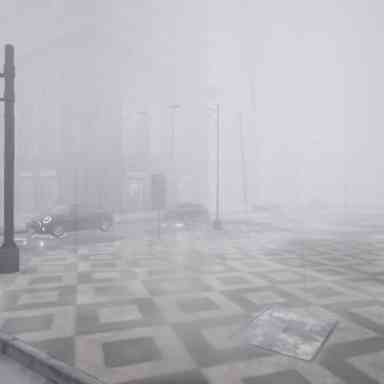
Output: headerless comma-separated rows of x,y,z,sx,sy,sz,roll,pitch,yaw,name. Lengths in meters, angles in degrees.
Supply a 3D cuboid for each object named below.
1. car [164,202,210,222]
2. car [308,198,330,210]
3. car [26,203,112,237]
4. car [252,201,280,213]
-0.338,1.619,27.623,1.837,1.490,4.892,0,0,36,car
18.601,1.612,48.515,2.097,1.767,4.553,0,0,36,car
-6.792,1.415,18.679,2.097,1.767,4.553,0,0,37,car
9.082,1.788,40.696,1.895,1.301,4.718,0,0,36,car
